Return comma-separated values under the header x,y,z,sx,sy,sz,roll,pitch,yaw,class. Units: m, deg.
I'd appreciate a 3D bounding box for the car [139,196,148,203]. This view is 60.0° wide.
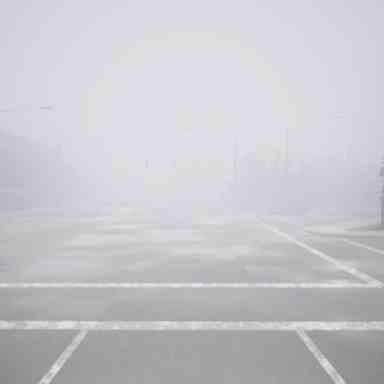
x,y,z,sx,sy,sz,roll,pitch,yaw,class
-10.482,1.603,70.485,2.033,1.411,5.357,0,1,0,car

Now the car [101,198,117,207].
x,y,z,sx,sy,sz,roll,pitch,yaw,class
-14.052,1.780,57.274,2.033,1.411,5.357,0,1,0,car

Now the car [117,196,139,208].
x,y,z,sx,sy,sz,roll,pitch,yaw,class
-10.565,1.829,55.034,1.994,1.385,4.181,0,1,0,car

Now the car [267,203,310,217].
x,y,z,sx,sy,sz,roll,pitch,yaw,class
10.398,1.920,35.843,5.357,1.411,2.033,1,-1,-36,car

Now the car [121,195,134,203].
x,y,z,sx,sy,sz,roll,pitch,yaw,class
-13.982,1.529,72.763,1.882,1.535,5.008,0,0,0,car
